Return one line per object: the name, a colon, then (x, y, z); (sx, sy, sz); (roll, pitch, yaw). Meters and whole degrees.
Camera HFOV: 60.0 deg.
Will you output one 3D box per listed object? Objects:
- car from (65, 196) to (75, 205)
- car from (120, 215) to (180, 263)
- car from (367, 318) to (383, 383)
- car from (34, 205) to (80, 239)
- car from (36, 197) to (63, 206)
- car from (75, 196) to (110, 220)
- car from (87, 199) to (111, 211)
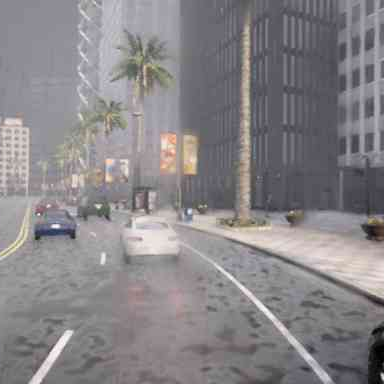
car: (-25.200, 1.626, 70.774); (2.185, 1.767, 4.553); (0, 0, -26)
car: (-1.644, 1.588, 12.282); (1.812, 1.442, 4.674); (1, 0, -14)
car: (2.971, 1.379, 1.774); (2.097, 1.767, 4.553); (0, 0, -1)
car: (-7.346, 1.628, 17.939); (1.994, 1.385, 4.181); (1, 0, -22)
car: (-15.033, 1.470, 34.619); (2.097, 1.767, 4.553); (0, 0, -26)
car: (-8.815, 1.345, 29.732); (2.150, 2.045, 5.566); (0, 0, -25)
car: (-12.478, 1.669, 44.297); (2.231, 1.521, 4.892); (0, 0, -26)
